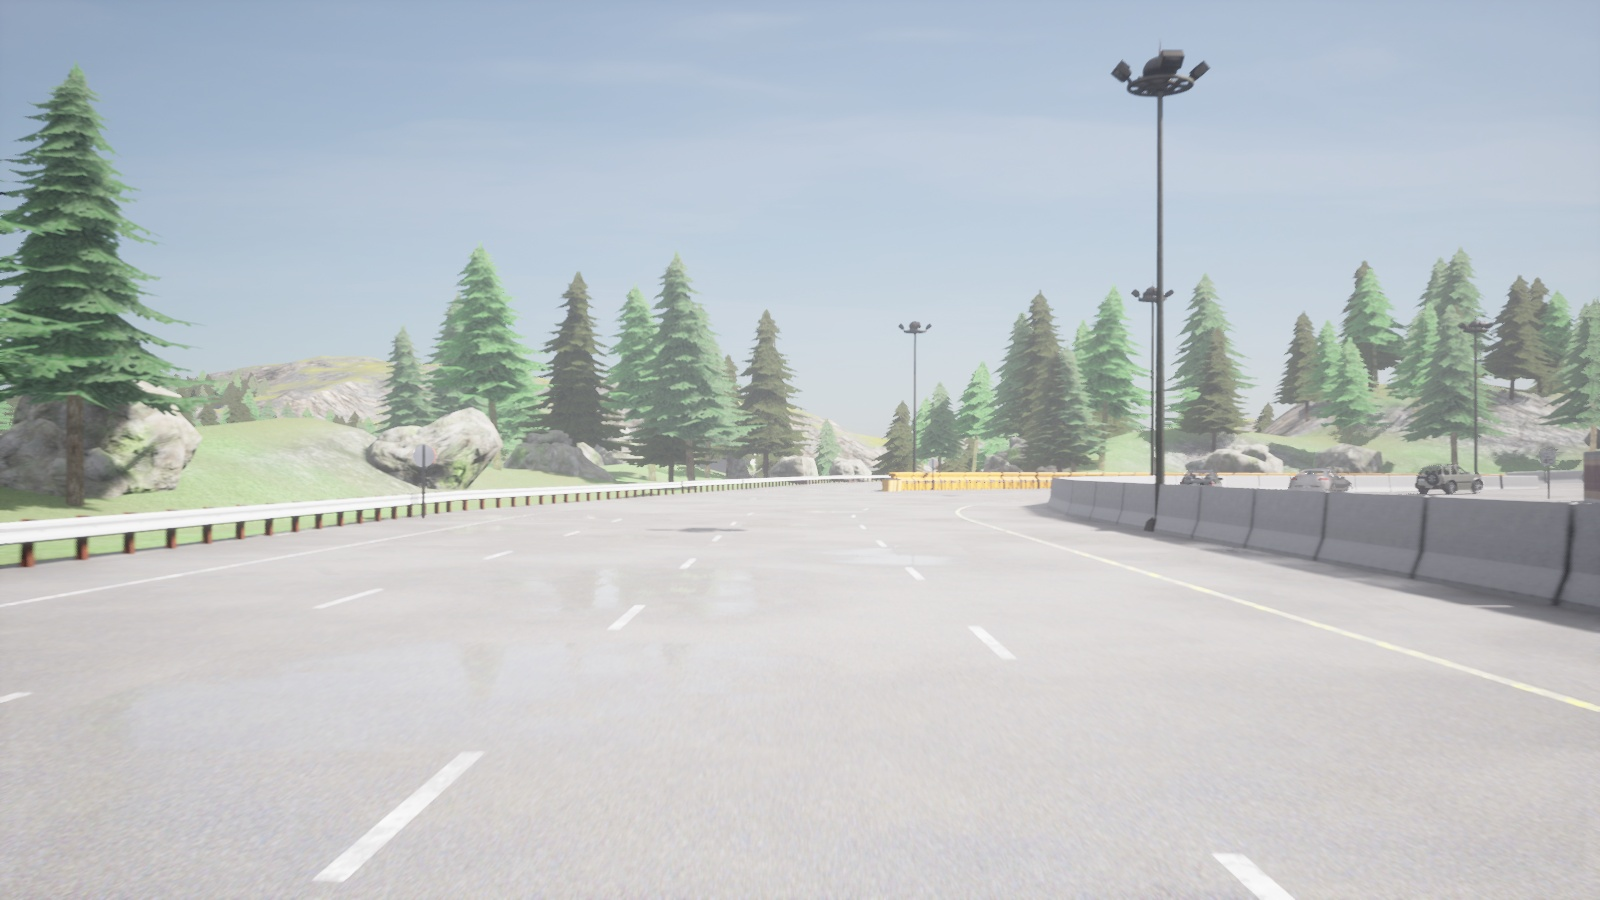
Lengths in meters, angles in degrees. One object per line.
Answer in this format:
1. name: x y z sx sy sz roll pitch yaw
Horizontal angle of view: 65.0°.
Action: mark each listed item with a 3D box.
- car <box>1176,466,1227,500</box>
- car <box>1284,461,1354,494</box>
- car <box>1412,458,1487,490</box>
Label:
1. car: 18.929 1.548 59.165 1.789 1.549 3.705 -1 -1 25
2. car: 27.238 1.406 65.822 2.152 1.651 5.027 -1 -1 37
3. car: 39.631 1.475 76.624 4.605 1.855 1.932 -1 -1 -32
